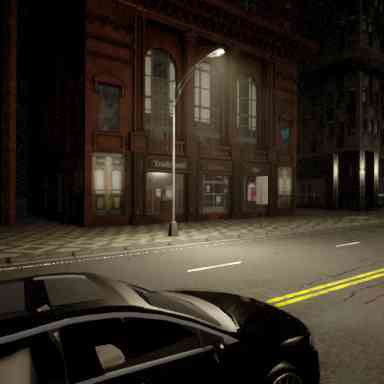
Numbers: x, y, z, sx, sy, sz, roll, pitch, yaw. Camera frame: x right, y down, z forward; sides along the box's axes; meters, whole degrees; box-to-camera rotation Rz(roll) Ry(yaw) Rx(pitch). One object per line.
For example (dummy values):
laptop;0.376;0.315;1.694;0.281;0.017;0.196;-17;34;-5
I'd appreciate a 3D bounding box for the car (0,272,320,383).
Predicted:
car;-0.922;1.491;2.782;4.902;1.511;2.128;0;0;-35
